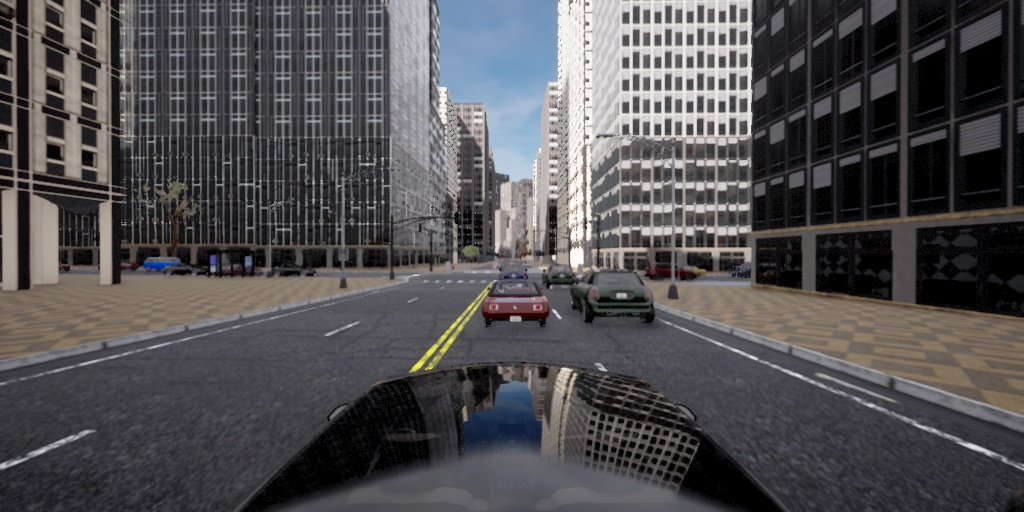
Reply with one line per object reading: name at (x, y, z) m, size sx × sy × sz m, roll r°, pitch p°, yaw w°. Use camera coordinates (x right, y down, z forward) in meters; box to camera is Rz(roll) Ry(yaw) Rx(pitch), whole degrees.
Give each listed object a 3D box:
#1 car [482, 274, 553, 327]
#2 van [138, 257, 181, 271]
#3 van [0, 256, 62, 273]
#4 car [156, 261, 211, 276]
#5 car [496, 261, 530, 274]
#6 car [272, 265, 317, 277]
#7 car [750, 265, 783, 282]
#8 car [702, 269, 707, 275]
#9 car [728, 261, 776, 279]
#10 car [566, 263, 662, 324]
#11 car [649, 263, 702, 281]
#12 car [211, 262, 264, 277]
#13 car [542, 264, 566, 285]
car at (0.103, 1.460, 12.075) m, size 1.895 × 1.301 × 4.718 m, roll 0°, pitch -1°, yaw 0°
van at (-45.268, 1.083, 46.392) m, size 3.998 × 1.789 × 1.690 m, roll 0°, pitch 0°, yaw 1°
van at (-51.124, 1.076, 38.132) m, size 3.998 × 1.789 × 1.690 m, roll 0°, pitch 0°, yaw 1°
car at (-34.080, 1.455, 37.724) m, size 4.313 × 1.339 × 1.948 m, roll 0°, pitch 0°, yaw 1°
car at (0.111, 1.356, 26.351) m, size 2.097 × 1.767 × 4.553 m, roll 0°, pitch -1°, yaw 0°
car at (-22.716, 1.556, 37.412) m, size 4.313 × 1.339 × 1.948 m, roll 0°, pitch 0°, yaw 1°
car at (27.657, 1.954, 36.661) m, size 4.829 × 1.417 × 1.751 m, roll 0°, pitch 0°, yaw 1°
car at (21.823, 1.861, 45.147) m, size 4.829 × 1.417 × 1.751 m, roll 0°, pitch 0°, yaw 1°
car at (28.764, 1.629, 42.425) m, size 5.566 × 2.045 × 2.150 m, roll 0°, pitch 0°, yaw 1°
car at (3.319, 1.216, 12.712) m, size 2.097 × 1.767 × 4.553 m, roll 0°, pitch -1°, yaw 2°
car at (16.209, 1.646, 36.864) m, size 5.009 × 1.841 × 2.192 m, roll 0°, pitch 0°, yaw 1°
car at (-28.400, 1.522, 37.548) m, size 4.207 × 1.307 × 1.802 m, roll 0°, pitch 0°, yaw 1°
car at (3.360, 1.355, 26.204) m, size 2.097 × 1.767 × 4.553 m, roll 0°, pitch -1°, yaw 0°
